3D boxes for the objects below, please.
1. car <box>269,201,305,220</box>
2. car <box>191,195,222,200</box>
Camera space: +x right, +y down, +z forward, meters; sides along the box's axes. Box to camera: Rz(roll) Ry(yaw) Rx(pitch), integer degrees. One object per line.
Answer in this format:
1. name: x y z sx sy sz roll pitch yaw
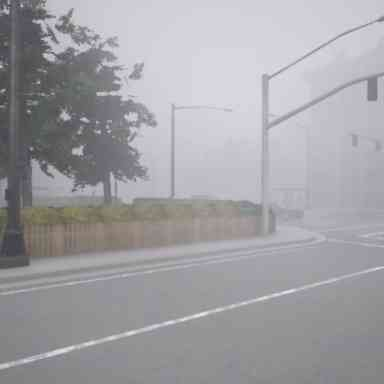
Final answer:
1. car: 7.598 1.598 29.554 1.882 1.535 5.008 0 0 -35
2. car: 1.910 1.342 37.779 2.150 2.045 5.566 0 0 -35
